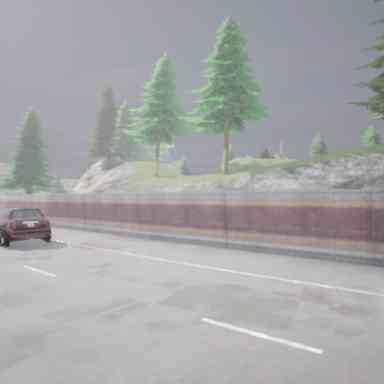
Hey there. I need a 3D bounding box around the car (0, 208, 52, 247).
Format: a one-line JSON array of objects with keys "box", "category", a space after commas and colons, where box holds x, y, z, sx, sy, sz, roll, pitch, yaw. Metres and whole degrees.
[{"box": [-8.809, 1.552, 16.482, 4.553, 1.767, 2.097, -1, -1, 44], "category": "car"}]
